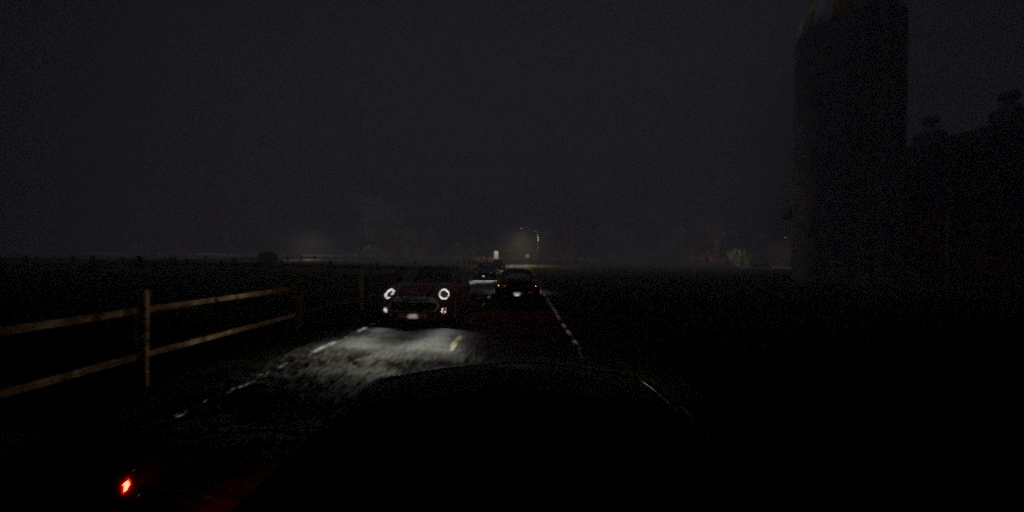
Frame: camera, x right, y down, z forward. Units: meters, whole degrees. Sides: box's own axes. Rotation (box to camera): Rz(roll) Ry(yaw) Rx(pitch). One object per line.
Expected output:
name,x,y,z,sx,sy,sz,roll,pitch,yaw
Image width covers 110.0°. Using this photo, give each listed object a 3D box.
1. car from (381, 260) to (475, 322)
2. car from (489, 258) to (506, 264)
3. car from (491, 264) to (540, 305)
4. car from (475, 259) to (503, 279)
car,-2.683,1.075,12.124,2.097,1.767,4.553,0,0,1
car,-1.878,1.257,49.621,1.837,1.490,4.892,0,0,1
car,0.237,1.271,15.927,1.812,1.442,4.674,0,0,1
car,-2.250,1.262,31.813,2.033,1.411,5.357,0,0,2
